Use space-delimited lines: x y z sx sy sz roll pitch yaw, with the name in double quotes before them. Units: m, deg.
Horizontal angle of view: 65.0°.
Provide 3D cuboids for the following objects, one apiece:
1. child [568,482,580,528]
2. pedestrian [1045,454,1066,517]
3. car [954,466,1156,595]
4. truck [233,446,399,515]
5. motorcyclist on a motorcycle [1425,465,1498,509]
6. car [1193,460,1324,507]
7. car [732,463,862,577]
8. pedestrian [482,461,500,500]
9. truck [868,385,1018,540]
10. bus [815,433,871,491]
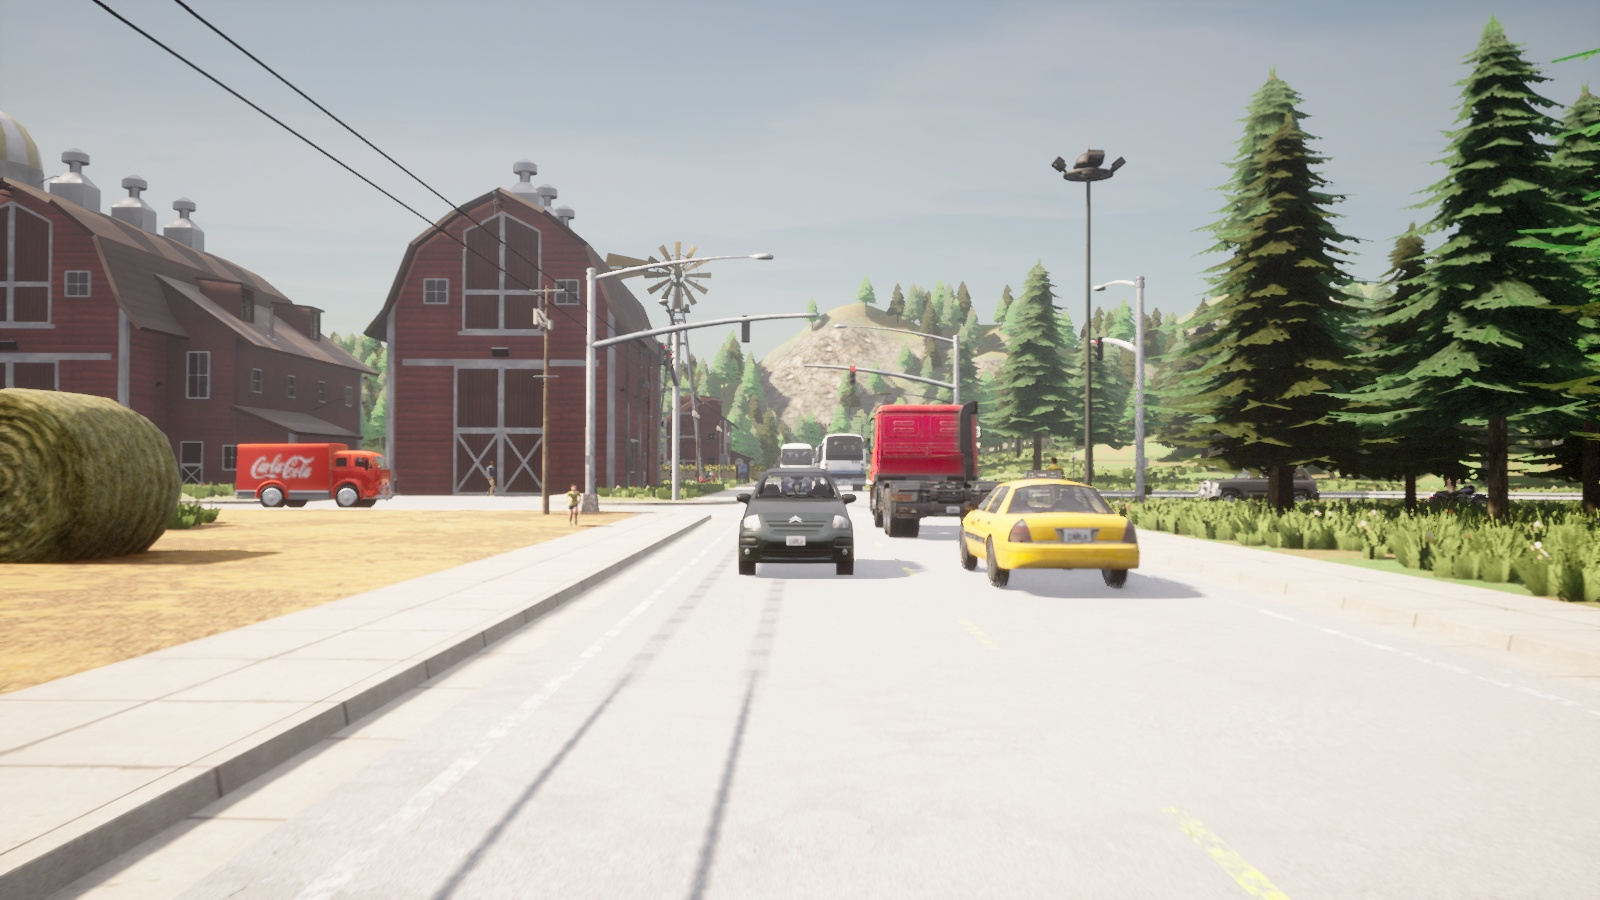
"child" -5.529 1.348 30.755 0.255 1.110 0.394 0 -1 -14
"pedestrian" 7.549 1.040 37.088 0.431 1.840 0.709 0 -1 -4
"car" 3.457 1.032 18.094 1.801 1.575 5.366 0 -1 0
"truck" -18.024 1.131 46.995 5.204 2.467 2.627 0 -1 -1
"motorcyclist on a motorcycle" 25.216 1.413 47.877 2.350 1.649 0.766 0 -1 -1
"car" 18.653 1.360 51.243 4.605 1.855 1.932 0 -1 -1
"car" -0.047 1.035 19.912 1.851 1.617 3.988 0 -1 0
"pedestrian" -15.598 1.524 63.421 0.788 1.949 0.423 0 -1 9
"truck" 3.420 0.339 32.125 2.891 3.462 7.936 0 -1 0
"bus" 3.263 1.012 97.957 3.944 4.253 10.273 0 -1 0
